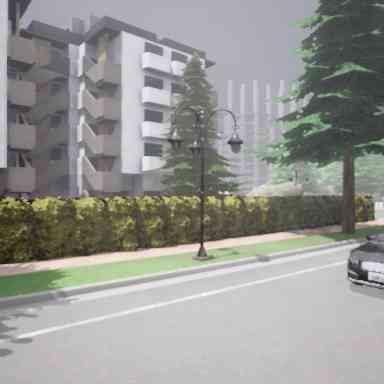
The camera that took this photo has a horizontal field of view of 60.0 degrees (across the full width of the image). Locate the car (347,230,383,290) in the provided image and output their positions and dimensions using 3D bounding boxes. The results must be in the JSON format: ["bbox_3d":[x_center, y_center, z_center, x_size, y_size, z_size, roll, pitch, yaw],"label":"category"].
[{"bbox_3d":[5.815,1.531,8.471,4.902,1.511,2.128,0,0,-38],"label":"car"}]
